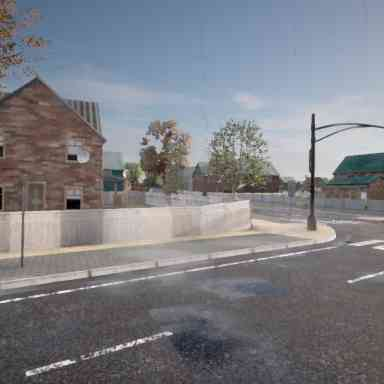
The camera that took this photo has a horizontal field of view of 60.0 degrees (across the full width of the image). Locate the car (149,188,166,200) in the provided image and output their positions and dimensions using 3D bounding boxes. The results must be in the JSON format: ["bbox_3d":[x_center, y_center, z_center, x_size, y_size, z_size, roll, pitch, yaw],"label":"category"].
[{"bbox_3d":[-6.516,0.336,61.647,2.150,2.045,5.566,1,1,-21],"label":"car"}]
